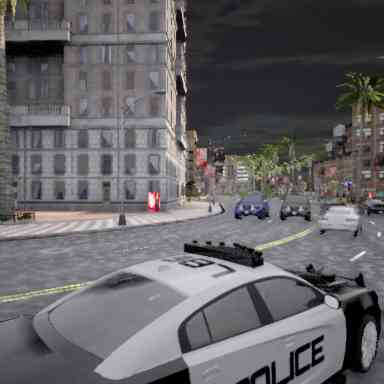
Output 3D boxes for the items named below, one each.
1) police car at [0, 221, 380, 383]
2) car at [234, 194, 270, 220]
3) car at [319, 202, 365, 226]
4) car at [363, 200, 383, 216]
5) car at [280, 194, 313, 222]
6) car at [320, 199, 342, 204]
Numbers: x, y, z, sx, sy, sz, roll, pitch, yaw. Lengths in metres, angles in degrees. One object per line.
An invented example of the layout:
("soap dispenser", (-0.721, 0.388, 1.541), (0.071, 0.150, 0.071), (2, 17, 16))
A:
("police car", (0.444, 1.422, 3.857), (5.238, 1.638, 1.930), (0, 0, -40))
("car", (5.185, 1.206, 28.097), (2.150, 2.045, 5.566), (0, 0, 21))
("car", (8.369, 1.514, 18.569), (1.812, 1.442, 4.674), (0, 0, 30))
("car", (17.179, 1.490, 31.792), (1.837, 1.490, 4.892), (0, 1, 12))
("car", (8.497, 1.208, 26.959), (2.150, 2.045, 5.566), (0, 0, 21))
("car", (13.783, 1.473, 32.656), (2.128, 1.511, 4.902), (0, 0, 12))
